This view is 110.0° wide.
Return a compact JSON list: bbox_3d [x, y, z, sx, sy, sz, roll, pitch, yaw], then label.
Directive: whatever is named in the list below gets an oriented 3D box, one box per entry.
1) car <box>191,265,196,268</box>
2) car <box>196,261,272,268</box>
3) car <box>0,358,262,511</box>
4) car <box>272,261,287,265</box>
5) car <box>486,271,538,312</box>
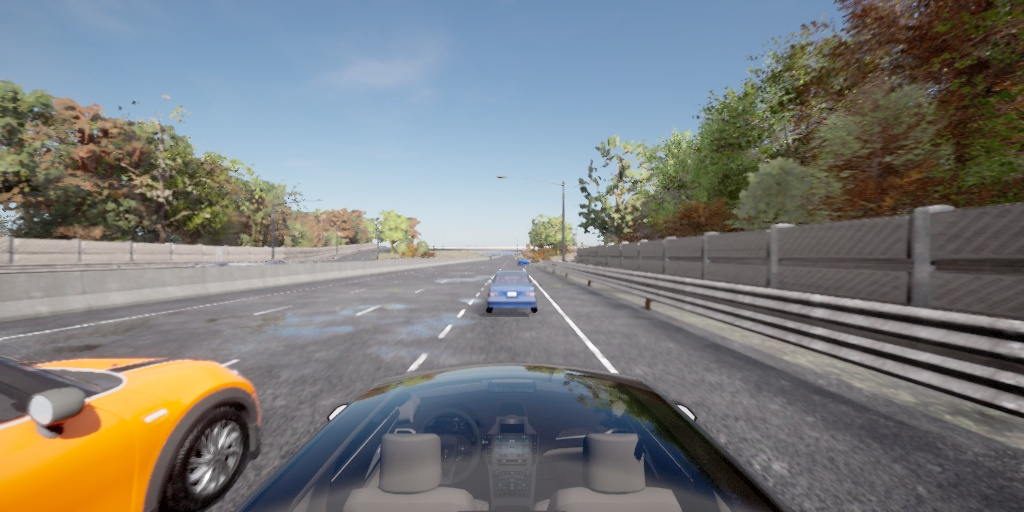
[{"bbox_3d":[-24.552,1.339,28.234,1.895,1.301,4.718,0,0,1],"label":"car"},{"bbox_3d":[-21.065,1.264,27.507,1.812,1.442,4.674,0,0,0],"label":"car"},{"bbox_3d":[-3.402,1.102,1.486,2.097,1.767,4.553,0,0,0],"label":"car"},{"bbox_3d":[-28.071,1.293,42.103,2.033,1.411,5.357,0,0,0],"label":"car"},{"bbox_3d":[-0.002,1.287,14.208,2.033,1.411,5.357,0,0,0],"label":"car"}]
